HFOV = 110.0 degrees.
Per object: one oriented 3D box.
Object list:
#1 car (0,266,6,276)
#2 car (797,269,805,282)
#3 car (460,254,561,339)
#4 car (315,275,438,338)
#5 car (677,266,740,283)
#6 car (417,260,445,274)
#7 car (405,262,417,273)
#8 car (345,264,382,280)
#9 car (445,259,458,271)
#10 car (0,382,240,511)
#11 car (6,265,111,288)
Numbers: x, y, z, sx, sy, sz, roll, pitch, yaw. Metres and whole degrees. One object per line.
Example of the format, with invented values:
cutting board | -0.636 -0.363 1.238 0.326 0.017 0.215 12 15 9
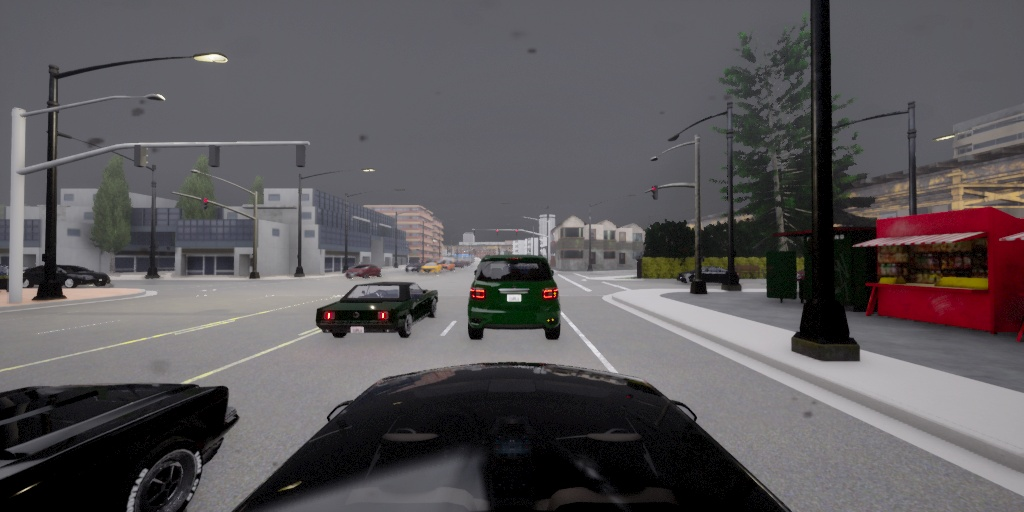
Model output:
car | -38.937 1.437 27.483 5.357 1.411 2.033 0 -1 0
car | 23.250 1.409 27.020 4.674 1.442 1.812 0 -1 1
car | 0.062 0.986 10.206 2.150 2.045 5.566 0 0 0
car | -3.435 1.368 10.223 1.895 1.301 4.718 0 0 0
car | 14.753 1.448 27.089 4.181 1.385 1.994 0 -1 0
car | -10.617 1.589 47.286 1.882 1.535 5.008 0 -1 0
car | -14.118 1.652 52.111 2.128 1.511 4.902 0 -1 0
car | -14.449 1.522 35.302 1.812 1.442 4.674 0 -1 6
car | -10.607 1.520 57.849 2.097 1.767 4.553 0 0 0
car | -3.402 1.351 1.084 1.895 1.301 4.718 0 0 0
car | -29.637 1.343 23.733 4.892 1.490 1.837 0 -1 1
